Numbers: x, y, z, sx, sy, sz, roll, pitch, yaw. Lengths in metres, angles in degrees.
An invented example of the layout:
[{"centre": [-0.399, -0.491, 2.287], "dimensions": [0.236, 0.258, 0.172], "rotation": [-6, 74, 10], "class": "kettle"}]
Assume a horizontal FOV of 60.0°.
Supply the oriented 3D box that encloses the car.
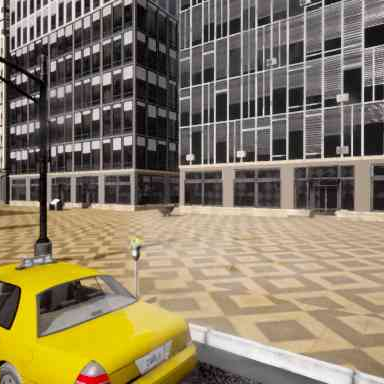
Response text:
[{"centre": [-2.228, 1.525, 4.479], "dimensions": [4.829, 1.417, 1.752], "rotation": [0, 0, 36], "class": "car"}]
